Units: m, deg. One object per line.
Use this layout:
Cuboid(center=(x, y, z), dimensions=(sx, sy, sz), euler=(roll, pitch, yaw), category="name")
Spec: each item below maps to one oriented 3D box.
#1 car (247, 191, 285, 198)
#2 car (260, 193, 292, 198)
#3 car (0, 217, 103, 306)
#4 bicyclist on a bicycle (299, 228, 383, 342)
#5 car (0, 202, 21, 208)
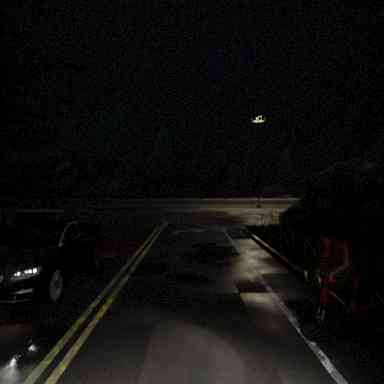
Cuboid(center=(12.009, 0.905, 52.134), dimensions=(5.566, 2.045, 2.150), euler=(0, 1, -1), category="car")
Cuboid(center=(12.830, 1.247, 48.648), dimensions=(4.674, 1.442, 1.812), euler=(0, 1, -1), category="car")
Cuboid(center=(-3.585, 1.411, 8.067), dimensions=(2.128, 1.511, 4.902), euler=(0, 0, 0), category="car")
Cuboid(center=(2.256, 1.320, 4.958), dimensions=(1.656, 1.620, 0.582), euler=(-10, 2, -13), category="bicyclist on a bicycle")
Cuboid(center=(-22.063, 1.424, 37.503), dimensions=(4.718, 1.301, 1.895), euler=(0, 1, -1), category="car")
